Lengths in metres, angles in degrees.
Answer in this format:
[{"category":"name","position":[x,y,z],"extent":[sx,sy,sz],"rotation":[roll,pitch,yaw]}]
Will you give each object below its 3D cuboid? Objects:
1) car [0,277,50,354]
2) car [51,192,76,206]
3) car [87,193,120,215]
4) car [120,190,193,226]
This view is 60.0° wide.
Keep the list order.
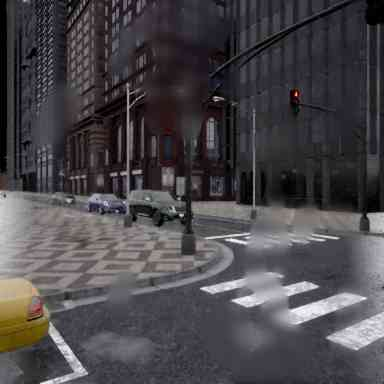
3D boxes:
[{"category":"car","position":[-4.223,1.525,3.643],"extent":[4.829,1.417,1.752],"rotation":[0,0,-35]},{"category":"car","position":[-14.957,0.768,38.660],"extent":[2.128,1.511,4.902],"rotation":[0,1,-36]},{"category":"car","position":[-7.110,0.873,27.700],"extent":[2.097,1.767,4.553],"rotation":[0,1,-35]},{"category":"car","position":[-2.192,0.899,20.836],"extent":[2.150,2.045,5.566],"rotation":[0,1,-36]}]
